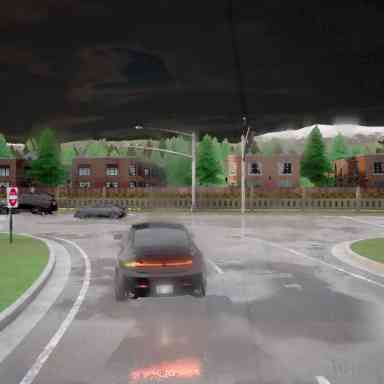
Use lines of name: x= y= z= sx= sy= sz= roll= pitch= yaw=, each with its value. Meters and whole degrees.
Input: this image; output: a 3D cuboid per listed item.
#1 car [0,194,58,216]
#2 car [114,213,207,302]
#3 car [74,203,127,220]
car: x=-15.658 y=1.222 z=31.734 sx=5.566 sy=2.045 sz=2.150 roll=0 pitch=0 yaw=6
car: x=-0.885 y=1.505 z=8.386 sx=1.837 sy=1.490 sz=4.892 roll=0 pitch=0 yaw=-9
car: x=-7.485 y=1.564 z=27.358 sx=4.181 sy=1.385 sz=1.994 roll=0 pitch=0 yaw=6
